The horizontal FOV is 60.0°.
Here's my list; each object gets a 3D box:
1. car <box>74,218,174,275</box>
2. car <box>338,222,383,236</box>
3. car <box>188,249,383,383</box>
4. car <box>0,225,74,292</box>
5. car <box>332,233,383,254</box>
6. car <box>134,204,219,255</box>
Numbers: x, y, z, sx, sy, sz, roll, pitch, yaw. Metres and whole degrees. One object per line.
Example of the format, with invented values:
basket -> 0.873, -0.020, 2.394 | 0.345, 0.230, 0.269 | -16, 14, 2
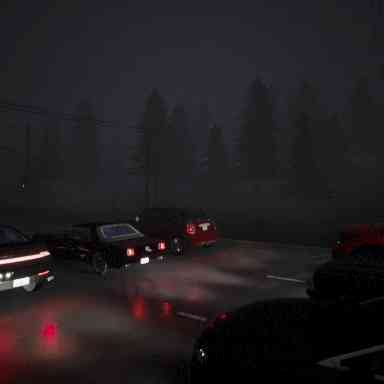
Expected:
car -> -3.076, 1.601, 10.474 | 4.718, 1.301, 1.895 | 0, 0, 37
car -> 6.413, 1.221, 8.020 | 5.566, 2.045, 2.150 | 0, 0, 35
car -> 2.199, 1.492, 2.408 | 4.902, 1.511, 2.128 | 0, 0, 36
car -> -5.205, 1.492, 7.698 | 4.902, 1.511, 2.128 | 0, 0, 35
car -> 4.353, 1.601, 5.191 | 4.718, 1.301, 1.895 | 0, 0, 35
car -> -1.256, 1.352, 13.480 | 4.553, 1.767, 2.097 | 0, 0, 36
